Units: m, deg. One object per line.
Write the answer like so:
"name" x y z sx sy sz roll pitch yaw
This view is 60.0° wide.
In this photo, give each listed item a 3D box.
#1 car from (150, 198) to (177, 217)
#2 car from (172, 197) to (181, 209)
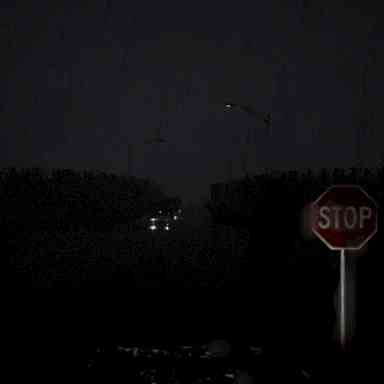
"car" -2.733 1.562 30.904 1.994 1.385 4.181 0 0 1
"car" -2.700 1.499 41.306 1.837 1.490 4.892 0 0 0
